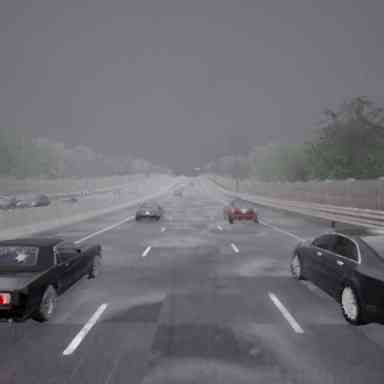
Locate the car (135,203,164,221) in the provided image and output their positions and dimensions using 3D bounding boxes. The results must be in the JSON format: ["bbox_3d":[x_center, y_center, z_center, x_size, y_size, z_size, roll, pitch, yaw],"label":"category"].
[{"bbox_3d":[-3.400,1.547,27.353,1.994,1.385,4.181,0,1,0],"label":"car"}]

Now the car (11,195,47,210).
[{"bbox_3d":[-17.580,1.206,37.103,2.097,1.767,4.553,0,1,0],"label":"car"}]

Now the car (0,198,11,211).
[{"bbox_3d":[-21.077,1.404,37.975,1.994,1.385,4.181,0,1,0],"label":"car"}]

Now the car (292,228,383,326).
[{"bbox_3d":[3.600,1.530,7.085,1.837,1.490,4.892,0,0,0],"label":"car"}]

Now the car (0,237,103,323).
[{"bbox_3d":[-3.399,1.625,7.189,1.895,1.301,4.718,0,0,0],"label":"car"}]

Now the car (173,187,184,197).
[{"bbox_3d":[-3.501,0.265,78.538,2.033,1.649,4.856,0,2,0],"label":"car"}]

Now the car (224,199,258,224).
[{"bbox_3d":[3.600,1.353,25.165,2.097,1.767,4.553,0,0,0],"label":"car"}]

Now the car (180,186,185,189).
[{"bbox_3d":[-3.501,-0.063,89.523,1.837,1.490,4.892,0,2,0],"label":"car"}]

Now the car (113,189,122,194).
[{"bbox_3d":[-17.501,0.073,78.125,1.837,1.490,4.892,0,2,0],"label":"car"}]

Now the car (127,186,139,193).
[{"bbox_3d":[-14.001,-0.327,78.681,2.150,2.045,5.566,0,2,0],"label":"car"}]

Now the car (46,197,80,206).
[{"bbox_3d":[-14.082,1.355,37.284,1.837,1.490,4.892,0,1,0],"label":"car"}]
